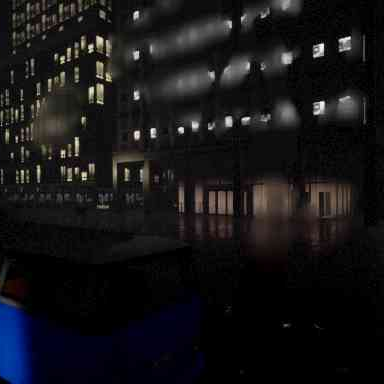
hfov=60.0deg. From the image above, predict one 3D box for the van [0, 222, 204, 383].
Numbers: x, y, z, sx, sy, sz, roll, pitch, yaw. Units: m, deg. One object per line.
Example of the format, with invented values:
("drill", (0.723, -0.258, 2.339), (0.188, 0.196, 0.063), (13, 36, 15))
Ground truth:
("van", (-1.774, 1.342, 4.150), (3.998, 1.788, 1.690), (0, 0, 36))
